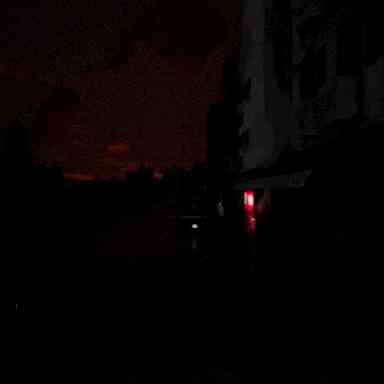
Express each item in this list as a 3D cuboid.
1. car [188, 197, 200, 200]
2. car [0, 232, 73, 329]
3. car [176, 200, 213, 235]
[{"bbox_3d":[0.207,1.336,39.483,1.837,1.490,4.892,0,0,0],"label":"car"},{"bbox_3d":[-3.984,1.534,6.718,1.994,1.385,4.181,0,0,0],"label":"car"},{"bbox_3d":[0.144,1.413,18.360,2.128,1.511,4.902,0,0,0],"label":"car"}]
